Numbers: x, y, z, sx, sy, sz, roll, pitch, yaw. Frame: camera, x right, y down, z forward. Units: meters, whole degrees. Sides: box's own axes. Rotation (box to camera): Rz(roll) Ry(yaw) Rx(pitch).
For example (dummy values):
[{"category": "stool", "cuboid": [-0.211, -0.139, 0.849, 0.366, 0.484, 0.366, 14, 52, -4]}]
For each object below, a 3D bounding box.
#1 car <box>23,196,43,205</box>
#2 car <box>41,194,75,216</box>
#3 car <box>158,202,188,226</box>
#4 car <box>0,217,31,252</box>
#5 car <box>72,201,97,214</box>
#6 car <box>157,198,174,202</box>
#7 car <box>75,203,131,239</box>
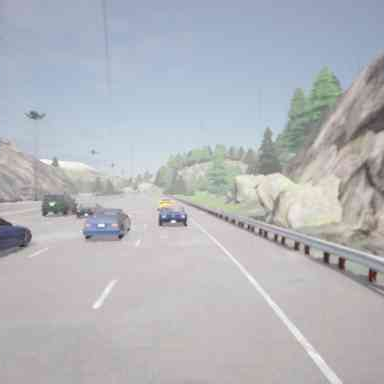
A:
[{"category": "car", "cuboid": [-30.304, 1.595, 63.526, 1.812, 1.442, 4.674, 0, 0, -6]}, {"category": "car", "cuboid": [-12.905, 1.252, 32.659, 2.150, 2.045, 5.566, 0, 0, -6]}, {"category": "car", "cuboid": [-1.410, 1.606, 23.496, 1.895, 1.301, 4.718, 0, 0, -6]}, {"category": "car", "cuboid": [-7.408, 1.543, 11.713, 1.812, 1.442, 4.674, 0, 0, -4]}, {"category": "car", "cuboid": [-9.140, 1.623, 30.290, 1.895, 1.301, 4.718, 0, 0, -6]}, {"category": "car", "cuboid": [-3.276, 1.488, 41.564, 1.882, 1.535, 5.008, 0, 0, -6]}, {"category": "car", "cuboid": [-4.338, 1.558, 17.539, 2.033, 1.411, 5.357, 0, 0, -5]}]
